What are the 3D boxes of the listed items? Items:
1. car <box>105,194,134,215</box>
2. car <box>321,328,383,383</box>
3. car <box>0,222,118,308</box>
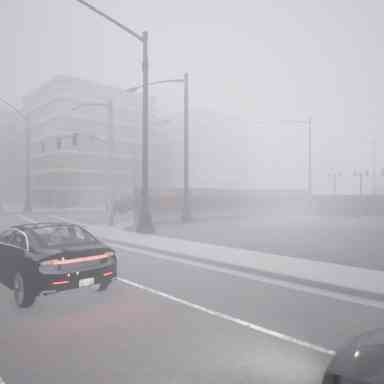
[{"bbox_3d":[-6.288,1.221,35.015,5.566,2.045,2.150,0,0,-44],"label":"car"},{"bbox_3d":[3.182,1.505,1.596,4.892,1.490,1.837,0,0,38],"label":"car"},{"bbox_3d":[-3.658,1.492,8.056,2.128,1.511,4.902,0,0,-43],"label":"car"}]
